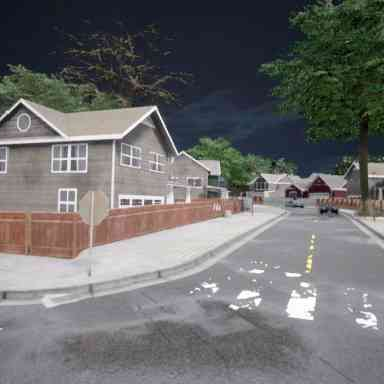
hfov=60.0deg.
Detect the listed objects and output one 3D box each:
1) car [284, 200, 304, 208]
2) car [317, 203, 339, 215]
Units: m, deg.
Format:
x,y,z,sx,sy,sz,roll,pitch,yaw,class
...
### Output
x,y,z,sx,sy,sz,roll,pitch,yaw,class
17.068,1.996,55.704,1.994,1.385,4.181,2,0,-6,car
15.751,1.887,38.765,1.895,1.301,4.718,1,0,16,car
